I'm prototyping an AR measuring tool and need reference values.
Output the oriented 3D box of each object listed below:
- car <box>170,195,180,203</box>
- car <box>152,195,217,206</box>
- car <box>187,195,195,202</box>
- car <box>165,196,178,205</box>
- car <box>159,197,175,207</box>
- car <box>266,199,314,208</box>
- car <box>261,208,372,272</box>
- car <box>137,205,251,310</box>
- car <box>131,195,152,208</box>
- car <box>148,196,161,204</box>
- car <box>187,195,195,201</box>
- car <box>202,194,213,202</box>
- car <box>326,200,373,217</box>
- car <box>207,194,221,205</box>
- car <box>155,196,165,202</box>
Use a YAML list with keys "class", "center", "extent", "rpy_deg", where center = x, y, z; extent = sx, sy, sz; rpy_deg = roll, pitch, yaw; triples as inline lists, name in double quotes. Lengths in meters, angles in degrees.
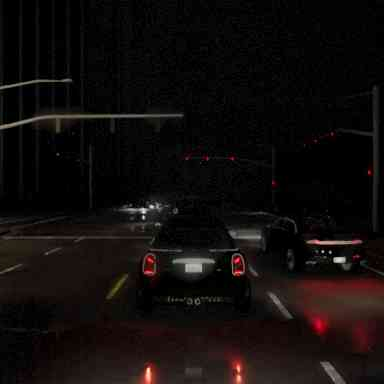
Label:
- class: "car"
  center: [-3.639, 1.467, 70.489]
  extent: [1.837, 1.490, 4.892]
  rpy_deg: [0, 0, 0]
- class: "car"
  center: [-0.499, 1.366, 25.549]
  extent: [2.097, 1.767, 4.553]
  rpy_deg: [0, 0, 42]
- class: "car"
  center: [-0.153, 1.442, 77.866]
  extent: [1.882, 1.535, 5.008]
  rpy_deg: [0, 0, 0]
- class: "car"
  center: [-3.690, 1.464, 60.279]
  extent: [2.128, 1.511, 4.902]
  rpy_deg: [0, 0, 0]
- class: "car"
  center: [-3.689, 1.524, 50.777]
  extent: [2.033, 1.411, 5.357]
  rpy_deg: [0, 0, 0]
- class: "car"
  center: [10.296, 1.541, 35.106]
  extent: [4.892, 1.490, 1.837]
  rpy_deg: [0, 0, 6]
- class: "car"
  center: [3.598, 1.487, 10.763]
  extent: [2.128, 1.511, 4.902]
  rpy_deg: [0, 0, -3]
- class: "car"
  center: [0.042, 1.348, 7.952]
  extent: [2.097, 1.767, 4.553]
  rpy_deg: [0, 0, 0]
- class: "car"
  center: [-7.185, 1.504, 46.455]
  extent: [1.812, 1.442, 4.674]
  rpy_deg: [0, 0, 0]
- class: "car"
  center: [-7.177, 1.496, 64.154]
  extent: [1.812, 1.442, 4.674]
  rpy_deg: [0, 0, 0]
- class: "car"
  center: [-0.174, 1.499, 88.216]
  extent: [2.033, 1.411, 5.357]
  rpy_deg: [0, 0, 0]
- class: "car"
  center: [3.364, 1.321, 72.637]
  extent: [2.097, 1.767, 4.553]
  rpy_deg: [0, 0, 0]
- class: "car"
  center: [15.120, 1.546, 31.136]
  extent: [4.892, 1.490, 1.837]
  rpy_deg: [0, 0, 0]
- class: "car"
  center: [3.423, 1.454, 51.606]
  extent: [1.882, 1.535, 5.008]
  rpy_deg: [0, 0, 1]
- class: "car"
  center: [-7.146, 1.560, 74.197]
  extent: [1.895, 1.301, 4.718]
  rpy_deg: [0, 0, 0]
